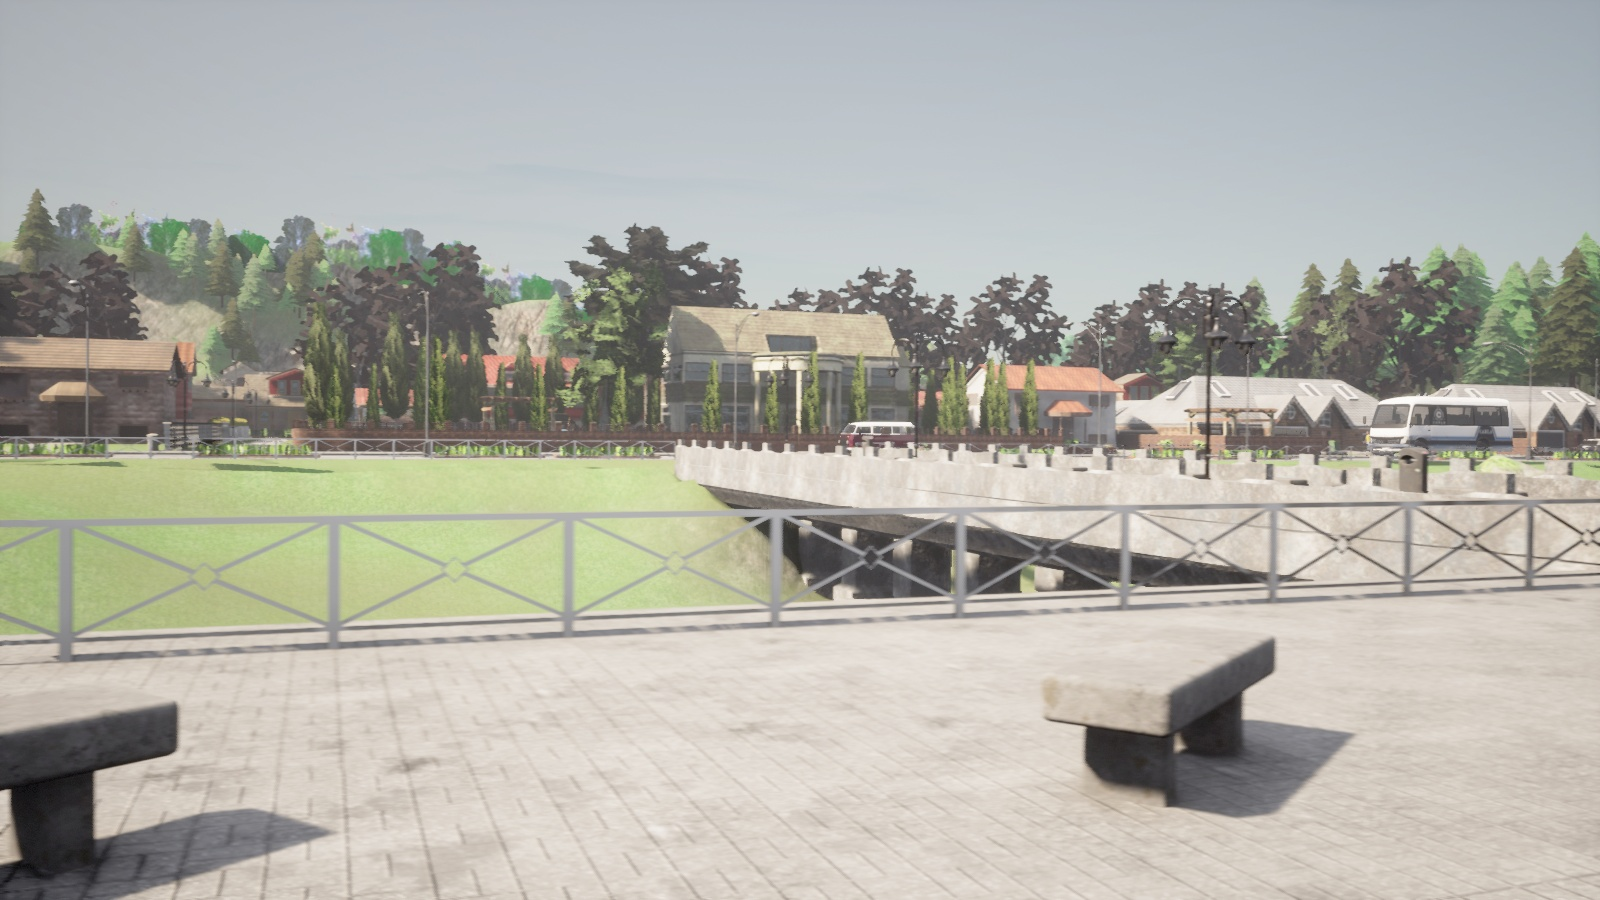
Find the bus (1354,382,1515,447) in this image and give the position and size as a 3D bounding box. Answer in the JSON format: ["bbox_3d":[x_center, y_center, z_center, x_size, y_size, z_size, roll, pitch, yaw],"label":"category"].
[{"bbox_3d":[43.588,-2.454,86.269,10.273,4.253,3.944,-1,1,-21],"label":"bus"}]

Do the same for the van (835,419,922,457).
[{"bbox_3d":[4.447,-0.689,71.432,4.480,2.038,2.069,-1,1,-21],"label":"van"}]
